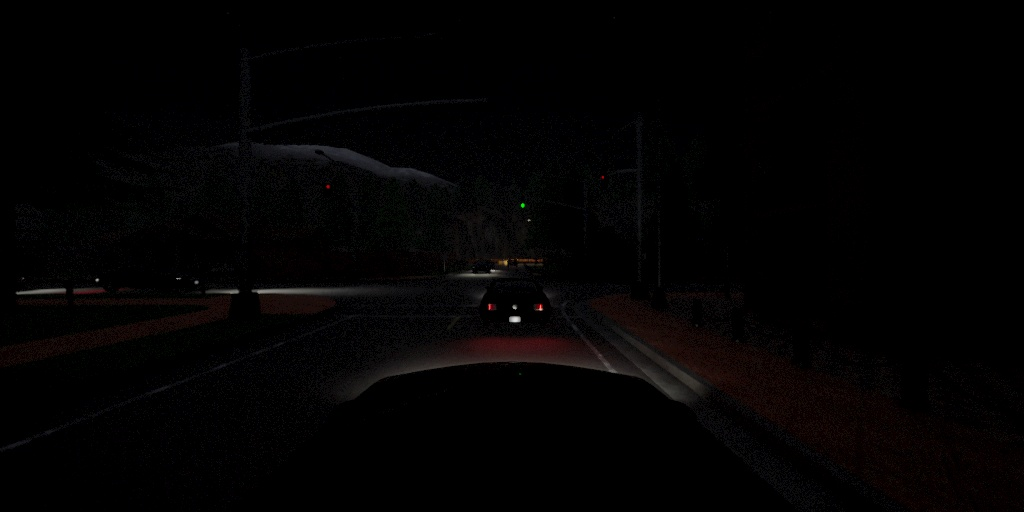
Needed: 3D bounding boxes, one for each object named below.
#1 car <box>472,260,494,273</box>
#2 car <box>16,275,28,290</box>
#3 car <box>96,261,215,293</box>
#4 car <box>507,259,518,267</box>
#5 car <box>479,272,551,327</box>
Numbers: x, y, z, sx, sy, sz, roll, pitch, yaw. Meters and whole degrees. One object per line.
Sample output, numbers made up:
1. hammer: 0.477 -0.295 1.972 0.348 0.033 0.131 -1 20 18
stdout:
1. car: -3.586 1.220 42.895 1.882 1.535 5.008 0 0 0
2. car: -30.133 1.257 19.899 4.674 1.442 1.812 0 0 -1
3. car: -20.186 1.223 20.122 4.902 1.511 2.128 0 0 -1
4. car: 0.085 1.230 64.849 2.128 1.511 4.902 0 0 0
5. car: 0.088 1.349 11.491 1.895 1.301 4.718 0 0 0
